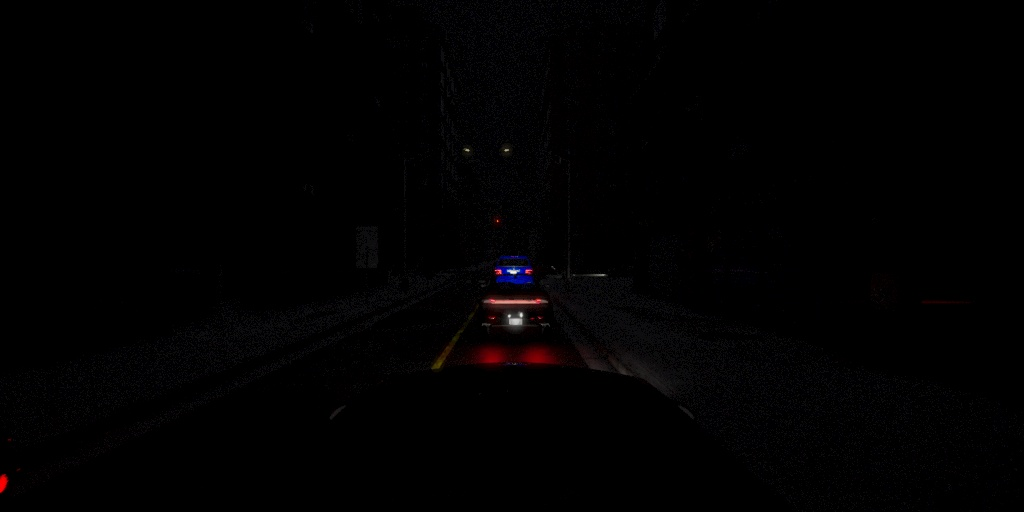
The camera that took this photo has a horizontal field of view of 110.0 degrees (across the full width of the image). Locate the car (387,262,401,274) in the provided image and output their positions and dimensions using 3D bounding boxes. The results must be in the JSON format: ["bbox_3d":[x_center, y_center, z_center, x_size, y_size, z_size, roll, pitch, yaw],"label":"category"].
[{"bbox_3d":[-14.659,1.290,40.328,4.313,1.339,1.948,0,0,0],"label":"car"}]

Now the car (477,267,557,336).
[{"bbox_3d":[0.098,1.241,10.356,2.128,1.511,4.902,0,0,0],"label":"car"}]

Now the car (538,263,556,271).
[{"bbox_3d":[2.035,1.105,34.779,4.553,1.767,2.097,0,0,0],"label":"car"}]

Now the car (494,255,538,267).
[{"bbox_3d":[0.103,0.971,20.668,2.150,2.045,5.566,0,0,1],"label":"car"}]

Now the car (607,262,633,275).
[{"bbox_3d":[12.159,1.317,37.689,4.181,1.385,1.994,0,0,0],"label":"car"}]
